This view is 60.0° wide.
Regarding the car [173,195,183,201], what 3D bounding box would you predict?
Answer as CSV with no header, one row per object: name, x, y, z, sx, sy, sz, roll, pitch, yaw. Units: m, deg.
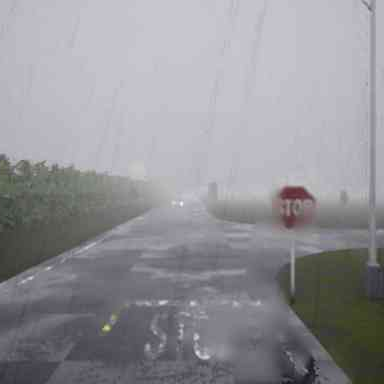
car,-2.759,1.262,67.269,1.895,1.301,4.718,0,0,0
